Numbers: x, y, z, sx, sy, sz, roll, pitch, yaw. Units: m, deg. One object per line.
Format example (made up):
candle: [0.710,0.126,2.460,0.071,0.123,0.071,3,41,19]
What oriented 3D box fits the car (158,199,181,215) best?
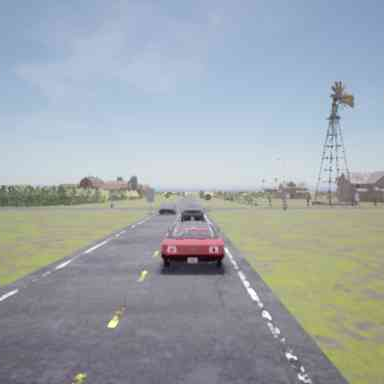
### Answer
car: [-2.760,1.844,38.378,2.033,1.411,5.357,0,0,0]

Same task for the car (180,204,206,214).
car: [0.053,1.720,27.341,1.837,1.490,4.892,0,0,0]

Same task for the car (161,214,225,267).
car: [0.044,1.696,11.779,1.895,1.301,4.718,0,0,1]
